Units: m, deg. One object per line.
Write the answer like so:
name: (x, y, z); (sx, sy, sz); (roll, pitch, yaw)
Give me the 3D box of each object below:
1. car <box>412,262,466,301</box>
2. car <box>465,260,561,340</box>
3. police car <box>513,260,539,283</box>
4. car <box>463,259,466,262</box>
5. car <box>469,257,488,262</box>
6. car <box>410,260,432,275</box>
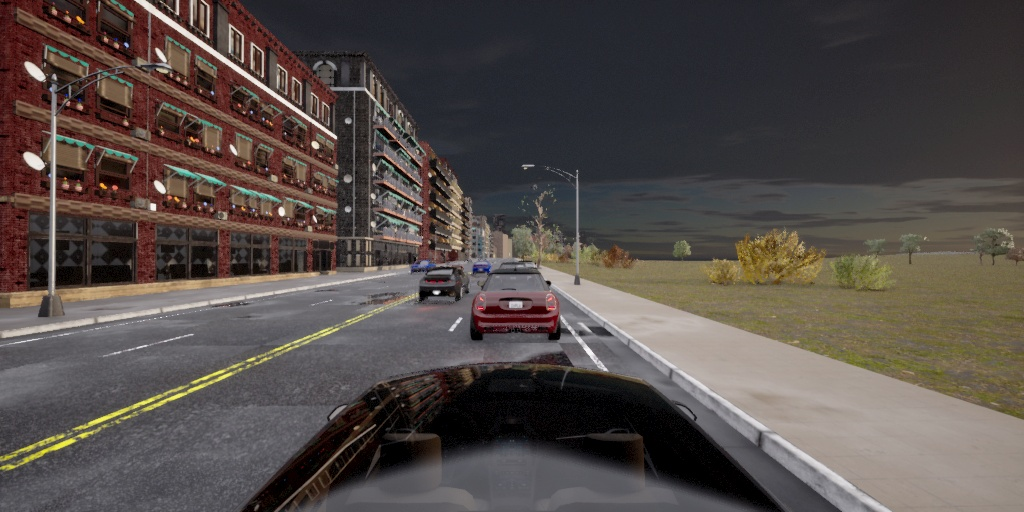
car: (-3.186, 1.258, 17.496); (1.837, 1.490, 4.892); (0, 0, 0)
car: (0.075, 1.103, 10.091); (2.097, 1.767, 4.553); (0, 0, 0)
police car: (1.078, 1.179, 29.359); (1.930, 1.638, 5.238); (0, 0, 0)
car: (-6.683, 1.354, 40.118); (1.895, 1.301, 4.718); (0, 0, 0)
car: (-3.230, 1.231, 39.547); (1.882, 1.535, 5.008); (0, 0, 0)
car: (-9.934, 1.231, 40.229); (1.882, 1.535, 5.008); (0, 0, 0)
